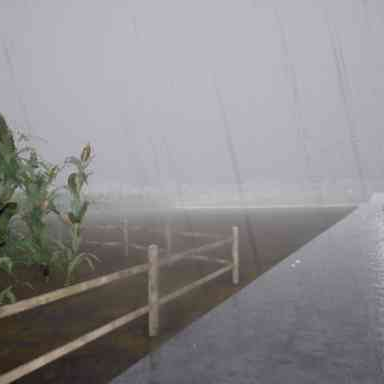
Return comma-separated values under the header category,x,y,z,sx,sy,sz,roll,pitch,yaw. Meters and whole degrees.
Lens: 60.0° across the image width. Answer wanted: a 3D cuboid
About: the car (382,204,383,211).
category,x,y,z,sx,sy,sz,roll,pitch,yaw
car,27.981,2.063,47.027,1.895,1.301,4.718,-1,-1,29
